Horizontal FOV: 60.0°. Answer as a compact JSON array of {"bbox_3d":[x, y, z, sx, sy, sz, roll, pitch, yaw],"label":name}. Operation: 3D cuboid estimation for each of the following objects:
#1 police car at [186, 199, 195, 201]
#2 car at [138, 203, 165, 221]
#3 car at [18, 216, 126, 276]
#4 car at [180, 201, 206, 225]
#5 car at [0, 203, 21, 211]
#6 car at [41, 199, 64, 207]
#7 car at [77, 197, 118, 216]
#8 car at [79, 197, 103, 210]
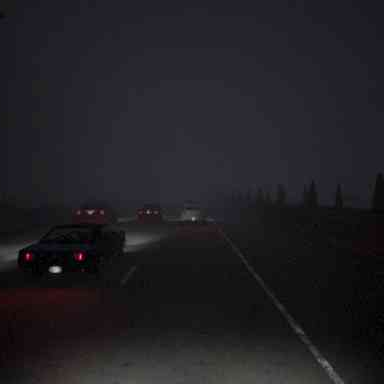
[{"bbox_3d":[-0.206,1.690,41.777,2.038,1.542,4.974,0,0,-1],"label":"police car"},{"bbox_3d":[-3.431,1.674,28.484,2.033,1.411,5.357,0,0,-1],"label":"car"},{"bbox_3d":[-3.398,1.648,10.506,1.895,1.301,4.718,0,0,0],"label":"car"},{"bbox_3d":[0.087,1.637,25.151,1.812,1.442,4.674,0,0,0],"label":"car"},{"bbox_3d":[-17.636,1.684,30.511,2.033,1.411,5.357,0,0,-1],"label":"car"},{"bbox_3d":[-21.592,1.778,51.766,2.033,1.411,5.357,0,0,-1],"label":"car"},{"bbox_3d":[-6.911,1.462,24.713,2.097,1.767,4.553,0,0,0],"label":"car"},{"bbox_3d":[-14.502,1.565,48.097,2.097,1.767,4.553,0,0,-1],"label":"car"}]
